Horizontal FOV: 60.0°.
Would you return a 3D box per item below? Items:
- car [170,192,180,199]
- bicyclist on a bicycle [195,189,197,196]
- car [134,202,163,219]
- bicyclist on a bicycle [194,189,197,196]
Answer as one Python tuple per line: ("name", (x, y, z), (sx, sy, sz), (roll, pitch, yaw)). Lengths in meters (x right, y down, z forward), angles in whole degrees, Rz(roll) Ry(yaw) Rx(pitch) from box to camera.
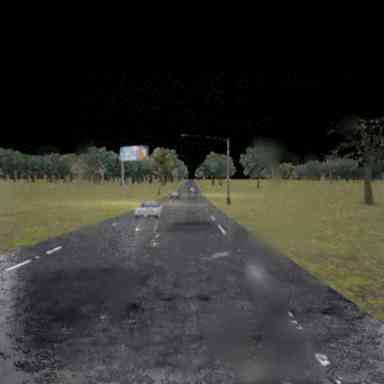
("car", (-3.491, 0.671, 68.910), (1.882, 1.535, 5.008), (0, 1, 0))
("bicyclist on a bicycle", (0.970, 0.308, 79.960), (0.659, 1.776, 1.843), (0, 2, 0))
("car", (-3.595, 1.516, 27.970), (1.895, 1.301, 4.718), (0, 0, 0))
("bicyclist on a bicycle", (0.971, 0.078, 88.950), (0.659, 1.776, 1.843), (0, 2, 0))
